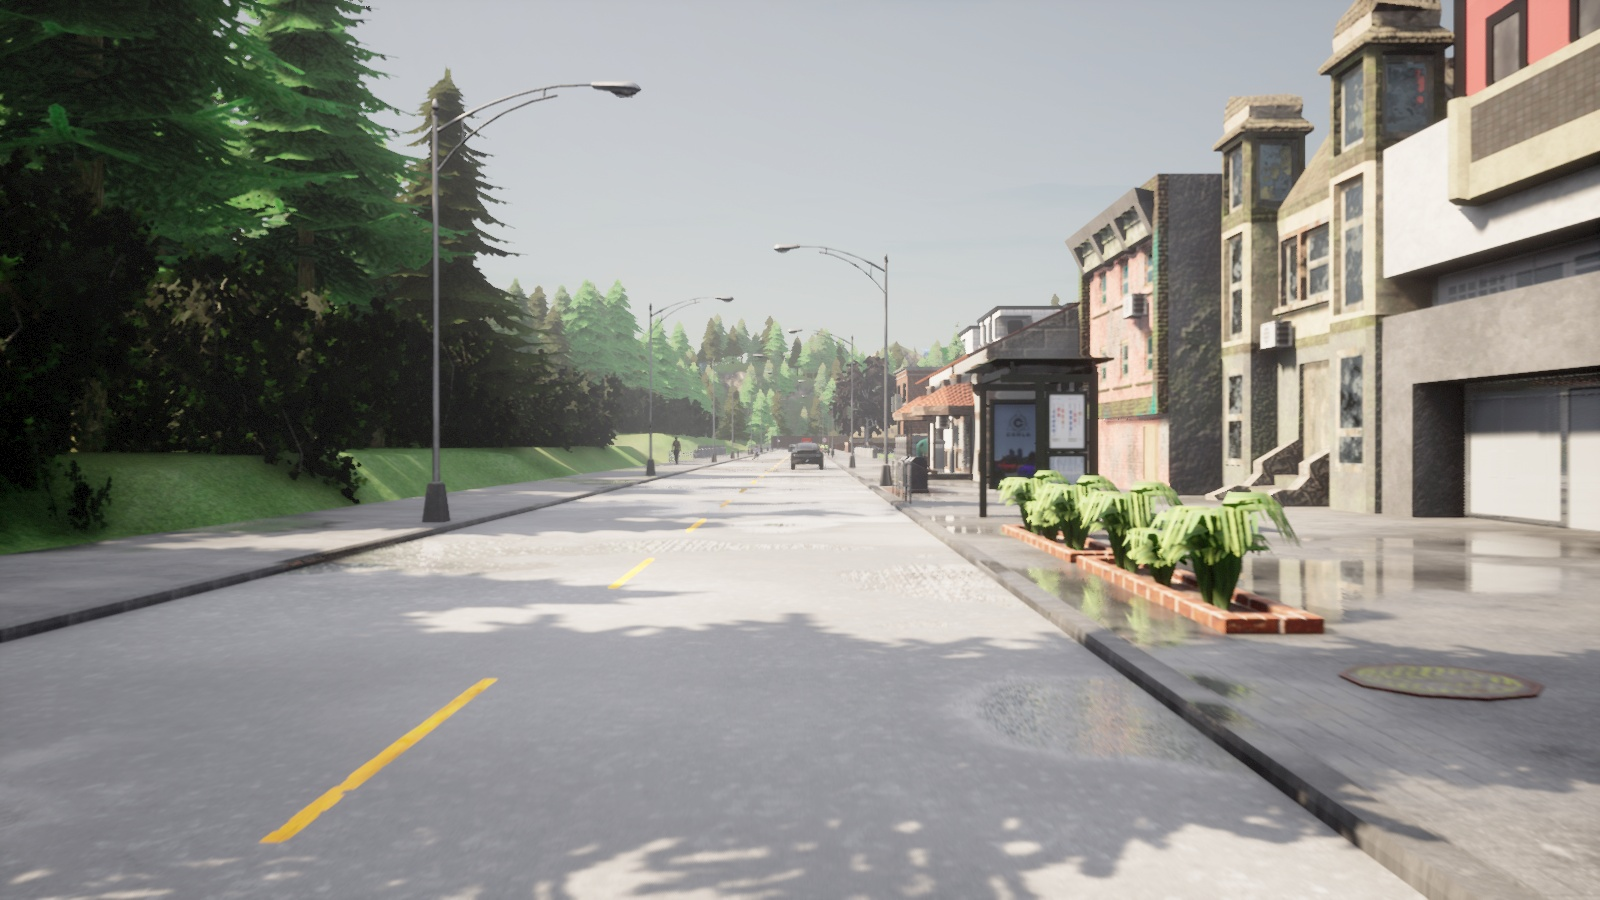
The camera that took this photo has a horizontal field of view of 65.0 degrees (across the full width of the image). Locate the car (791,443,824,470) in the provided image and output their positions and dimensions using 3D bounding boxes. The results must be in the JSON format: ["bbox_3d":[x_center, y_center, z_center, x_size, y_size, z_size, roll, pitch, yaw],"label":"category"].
[{"bbox_3d":[0.413,0.341,72.908,1.837,1.490,4.892,0,0,0],"label":"car"}]
